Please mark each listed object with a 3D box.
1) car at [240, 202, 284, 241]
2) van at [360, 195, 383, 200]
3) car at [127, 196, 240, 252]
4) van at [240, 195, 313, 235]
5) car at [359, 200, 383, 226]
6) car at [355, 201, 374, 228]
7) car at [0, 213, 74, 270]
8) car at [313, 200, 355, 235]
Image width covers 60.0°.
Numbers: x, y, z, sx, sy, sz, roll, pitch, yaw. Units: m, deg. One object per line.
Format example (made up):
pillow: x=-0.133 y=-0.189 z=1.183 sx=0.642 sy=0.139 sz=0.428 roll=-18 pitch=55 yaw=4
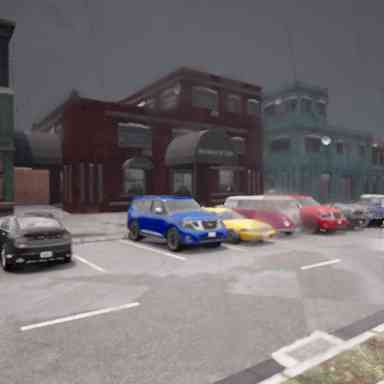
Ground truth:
car: x=1.484 y=1.442 z=15.823 sx=1.946 sy=1.575 sz=5.366 roll=0 pitch=0 yaw=-35
van: x=14.894 y=1.232 z=25.740 sx=1.878 sy=1.987 sz=4.442 roll=0 pitch=0 yaw=-35
car: x=-0.870 y=1.195 z=14.340 sx=2.435 sy=2.045 sz=5.566 roll=0 pitch=0 yaw=-35
van: x=3.709 y=1.219 z=17.491 sx=1.878 sy=1.987 sz=4.442 roll=0 pitch=0 yaw=-35
car: x=10.450 y=1.478 z=22.396 sx=2.163 sy=1.488 sz=4.792 roll=0 pitch=0 yaw=-35
car: x=8.173 y=1.447 z=20.804 sx=2.231 sy=1.521 sz=4.892 roll=0 pitch=0 yaw=-35
car: x=-5.411 y=1.455 z=11.135 sx=2.231 sy=1.521 sz=4.892 roll=0 pitch=0 yaw=-35
car: x=5.920 y=1.193 z=19.174 sx=2.435 sy=2.045 sz=5.566 roll=0 pitch=0 yaw=-35
